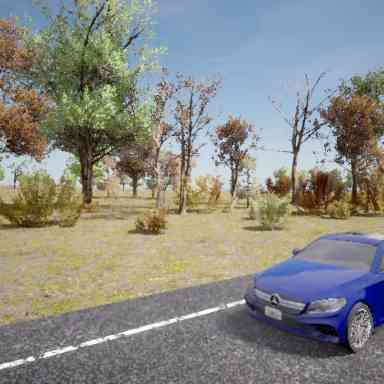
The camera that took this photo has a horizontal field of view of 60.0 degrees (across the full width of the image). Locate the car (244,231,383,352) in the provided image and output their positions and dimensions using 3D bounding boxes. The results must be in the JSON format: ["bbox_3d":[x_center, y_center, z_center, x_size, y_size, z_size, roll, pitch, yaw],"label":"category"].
[{"bbox_3d":[3.070,1.525,6.290,4.674,1.442,1.812,0,0,-36],"label":"car"}]
